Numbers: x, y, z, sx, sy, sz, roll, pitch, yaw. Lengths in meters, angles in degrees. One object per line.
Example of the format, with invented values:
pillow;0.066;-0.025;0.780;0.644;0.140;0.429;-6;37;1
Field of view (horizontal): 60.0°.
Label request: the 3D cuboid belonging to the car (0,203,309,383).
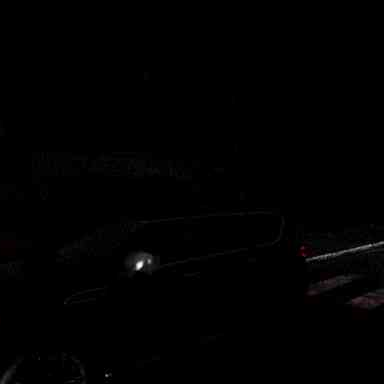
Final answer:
car;-0.551;1.224;4.933;5.566;2.045;2.150;0;-1;-38
